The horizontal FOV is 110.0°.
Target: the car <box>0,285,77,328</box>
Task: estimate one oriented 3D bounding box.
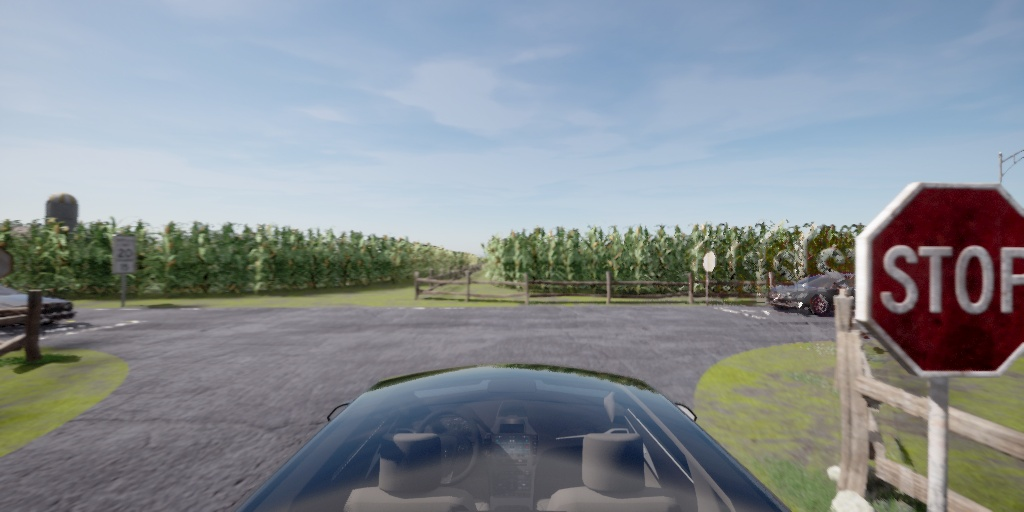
[{"bbox_3d":[-15.725,1.395,9.979,5.357,1.411,2.033,0,0,0],"label":"car"}]

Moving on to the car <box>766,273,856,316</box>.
[{"bbox_3d":[12.421,1.399,13.720,4.892,1.490,1.837,0,0,-3],"label":"car"}]
